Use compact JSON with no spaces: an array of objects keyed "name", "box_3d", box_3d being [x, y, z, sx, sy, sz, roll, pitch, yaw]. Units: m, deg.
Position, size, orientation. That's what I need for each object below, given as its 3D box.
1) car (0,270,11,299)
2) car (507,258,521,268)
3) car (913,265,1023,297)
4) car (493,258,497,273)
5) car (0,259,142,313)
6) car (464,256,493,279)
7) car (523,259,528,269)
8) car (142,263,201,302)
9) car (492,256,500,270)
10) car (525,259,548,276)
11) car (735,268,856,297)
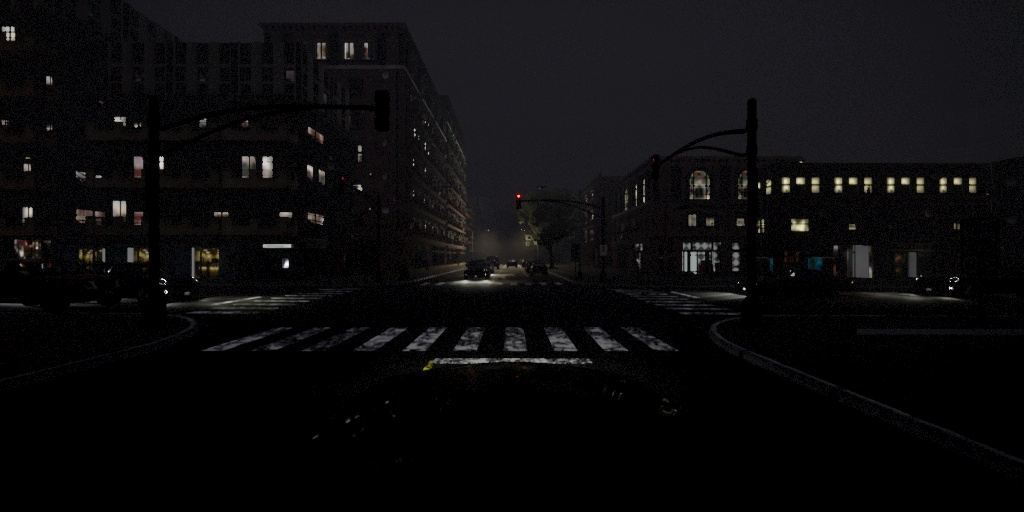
[{"name":"car","box_3d":[-25.579,1.274,15.638,4.718,1.301,1.895,0,0,0]},{"name":"car","box_3d":[0.015,1.319,63.178,2.128,1.511,4.902,0,0,0]},{"name":"car","box_3d":[24.528,1.218,19.181,4.553,1.767,2.097,0,0,0]},{"name":"car","box_3d":[-3.088,1.314,42.579,1.812,1.442,4.674,0,0,0]},{"name":"car","box_3d":[-17.273,1.014,13.106,5.009,1.841,2.192,0,0,0]},{"name":"car","box_3d":[-3.065,1.124,32.281,2.097,1.767,4.553,0,0,-1]},{"name":"car","box_3d":[2.701,1.228,42.517,1.967,1.591,4.097,0,0,0]},{"name":"car","box_3d":[-16.523,1.053,15.722,4.553,1.767,2.097,0,0,-1]},{"name":"car","box_3d":[-3.075,1.035,55.692,2.150,2.045,5.566,0,0,0]},{"name":"car","box_3d":[2.699,1.330,36.820,2.007,1.370,4.403,0,0,0]},{"name":"car","box_3d":[15.028,1.371,19.117,5.357,1.411,2.033,0,0,0]}]
